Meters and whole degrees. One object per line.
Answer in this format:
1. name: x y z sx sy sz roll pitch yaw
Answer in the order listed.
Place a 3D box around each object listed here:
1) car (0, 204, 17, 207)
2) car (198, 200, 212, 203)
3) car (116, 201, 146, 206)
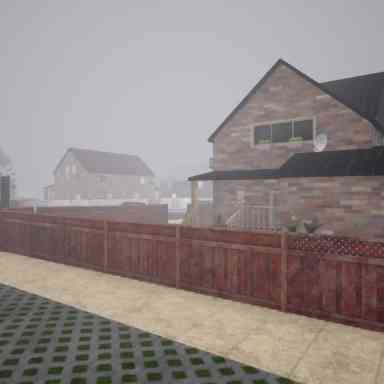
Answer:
1. car: -13.344 1.579 22.016 1.837 1.490 4.892 0 0 35
2. car: 1.417 1.760 42.690 1.812 1.442 4.674 0 0 36
3. car: -6.151 1.656 32.098 1.837 1.490 4.892 0 -1 36
